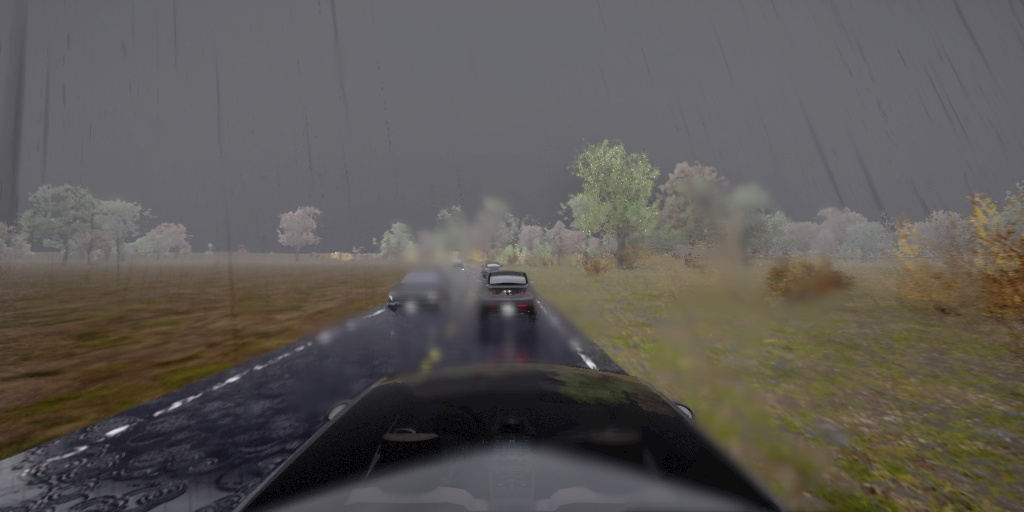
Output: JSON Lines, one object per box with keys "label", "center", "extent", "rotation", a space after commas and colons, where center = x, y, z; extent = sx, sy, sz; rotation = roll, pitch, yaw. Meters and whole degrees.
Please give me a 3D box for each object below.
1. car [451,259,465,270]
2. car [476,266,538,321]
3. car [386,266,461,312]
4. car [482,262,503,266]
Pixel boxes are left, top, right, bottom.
{"label": "car", "center": [-8.002, 1.231, 53.454], "extent": [1.882, 1.535, 5.008], "rotation": [0, 0, -10]}
{"label": "car", "center": [-0.187, 1.255, 12.556], "extent": [1.837, 1.490, 4.892], "rotation": [0, 0, -2]}
{"label": "car", "center": [-3.460, 1.302, 14.552], "extent": [2.033, 1.411, 5.357], "rotation": [0, 0, -3]}
{"label": "car", "center": [-1.778, 1.275, 33.256], "extent": [1.812, 1.442, 4.674], "rotation": [0, 0, -6]}
